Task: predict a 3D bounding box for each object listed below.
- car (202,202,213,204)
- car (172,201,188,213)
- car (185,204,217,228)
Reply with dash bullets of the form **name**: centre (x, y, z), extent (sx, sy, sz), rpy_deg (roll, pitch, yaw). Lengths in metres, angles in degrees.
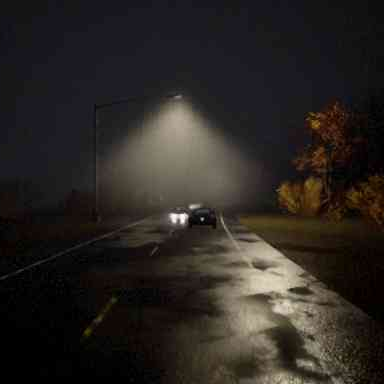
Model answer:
- **car**: centre (1.967, 1.962, 41.705), extent (1.812, 1.442, 4.674), rpy_deg (0, -1, 5)
- **car**: centre (-1.452, 1.965, 44.260), extent (2.128, 1.511, 4.902), rpy_deg (0, -1, 5)
- **car**: centre (0.793, 1.825, 24.512), extent (1.994, 1.385, 4.181), rpy_deg (0, -1, 3)
